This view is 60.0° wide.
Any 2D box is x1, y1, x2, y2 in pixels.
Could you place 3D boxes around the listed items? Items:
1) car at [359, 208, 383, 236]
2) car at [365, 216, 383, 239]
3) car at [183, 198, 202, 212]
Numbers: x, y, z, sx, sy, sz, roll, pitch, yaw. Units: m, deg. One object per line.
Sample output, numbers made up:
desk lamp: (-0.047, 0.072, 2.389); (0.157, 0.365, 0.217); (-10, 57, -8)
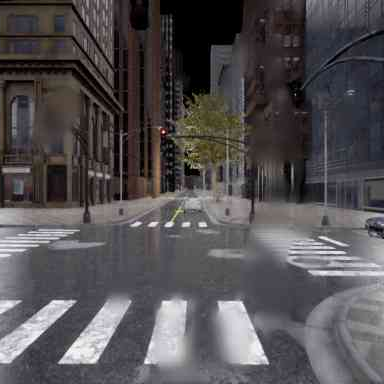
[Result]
car: (11.909, 1.632, 18.368); (4.403, 1.369, 2.008); (0, 0, 0)
car: (10.876, 1.426, 15.705); (4.553, 1.767, 2.097); (0, 0, 0)
car: (0.070, 1.409, 37.044); (1.812, 1.442, 4.674); (0, 1, 0)
